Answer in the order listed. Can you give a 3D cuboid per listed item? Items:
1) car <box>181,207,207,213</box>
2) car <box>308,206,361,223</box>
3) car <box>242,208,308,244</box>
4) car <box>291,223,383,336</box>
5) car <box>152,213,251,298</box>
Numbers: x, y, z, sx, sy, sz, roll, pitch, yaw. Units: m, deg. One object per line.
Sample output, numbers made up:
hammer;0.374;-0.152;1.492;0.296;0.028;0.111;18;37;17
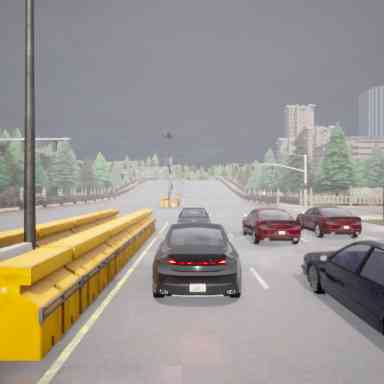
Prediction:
car;0.091;1.547;18.232;2.033;1.411;5.357;0;0;0
car;7.091;1.478;17.758;1.882;1.535;5.008;0;0;0
car;3.593;1.478;15.770;1.882;1.535;5.008;0;0;0
car;3.593;1.548;5.708;2.033;1.411;5.357;0;0;0
car;0.099;1.505;8.501;1.837;1.490;4.892;0;0;0
